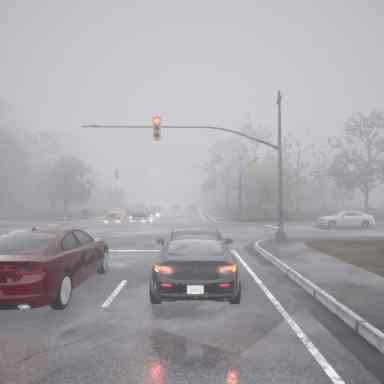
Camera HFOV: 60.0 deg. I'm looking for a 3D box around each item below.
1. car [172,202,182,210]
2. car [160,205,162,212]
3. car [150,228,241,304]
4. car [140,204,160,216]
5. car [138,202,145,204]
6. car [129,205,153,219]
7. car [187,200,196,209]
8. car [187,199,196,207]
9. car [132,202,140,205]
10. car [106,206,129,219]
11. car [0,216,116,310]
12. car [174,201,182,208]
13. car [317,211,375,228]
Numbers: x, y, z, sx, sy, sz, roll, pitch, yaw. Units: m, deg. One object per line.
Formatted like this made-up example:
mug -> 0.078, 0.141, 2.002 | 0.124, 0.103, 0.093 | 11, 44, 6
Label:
car -> -3.601, 3.342, 76.892 | 1.895, 1.301, 4.718 | 0, 0, 0
car -> -7.109, 3.297, 66.618 | 2.128, 1.511, 4.902 | 0, 0, 0
car -> 0.070, 1.604, 8.179 | 1.812, 1.442, 4.674 | 0, -1, 0
car -> -7.159, 3.245, 56.562 | 2.128, 1.511, 4.902 | 0, -1, 0
car -> -10.609, 3.027, 66.477 | 2.150, 2.045, 5.566 | 0, 0, 0
car -> -7.148, 3.026, 47.091 | 1.882, 1.535, 5.008 | 0, -2, 1
car -> -0.102, 3.289, 77.191 | 1.994, 1.385, 4.181 | 0, 0, 0
car -> -0.207, 2.877, 86.926 | 2.097, 1.767, 4.553 | 0, 0, -3
car -> -10.657, 3.095, 55.817 | 2.097, 1.767, 4.553 | 0, -1, 0
car -> -10.659, 3.023, 46.957 | 1.882, 1.535, 5.008 | 0, -2, 0
car -> -3.427, 1.554, 8.037 | 1.882, 1.535, 5.008 | 0, -1, 0
car -> -3.715, 3.210, 86.803 | 1.812, 1.442, 4.674 | 0, 0, -3
car -> 13.208, 2.334, 28.622 | 4.674, 1.442, 1.812 | 0, -2, -1
